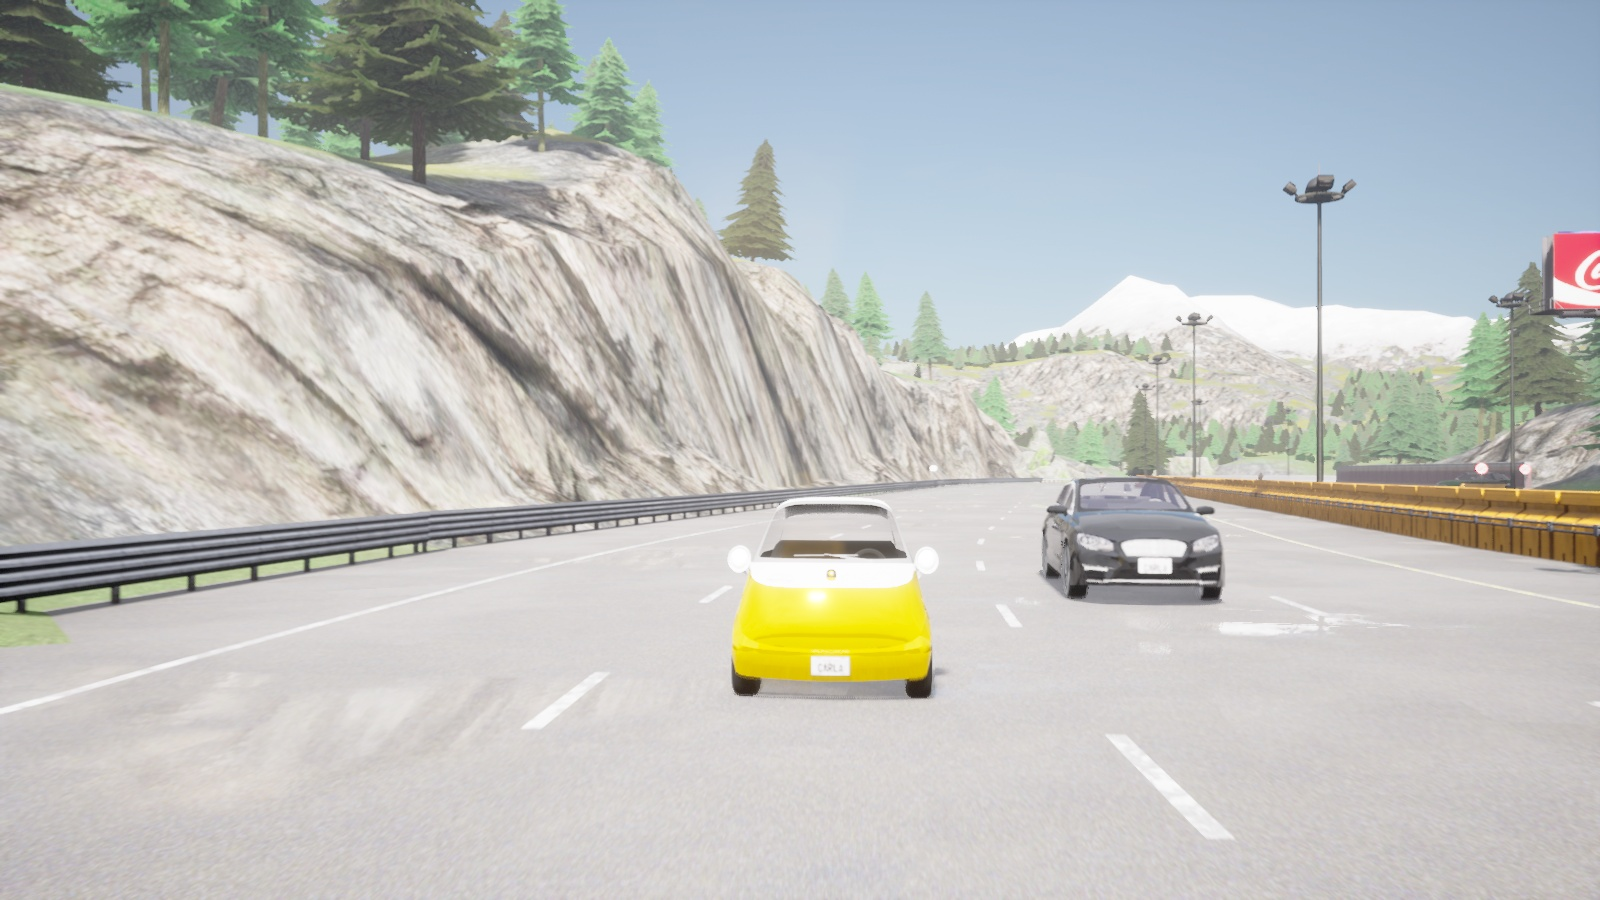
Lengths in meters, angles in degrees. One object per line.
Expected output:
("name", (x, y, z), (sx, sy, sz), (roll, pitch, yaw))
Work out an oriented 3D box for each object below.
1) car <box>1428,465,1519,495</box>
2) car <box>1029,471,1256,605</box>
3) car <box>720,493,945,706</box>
("car", (41.291, 1.810, 77.143), (2.097, 1.767, 4.553), (1, -1, -26))
("car", (4.312, 1.034, 16.663), (2.128, 1.511, 4.902), (0, -1, 6))
("car", (0.271, 1.026, 9.410), (1.481, 1.376, 2.207), (0, -1, 3))
